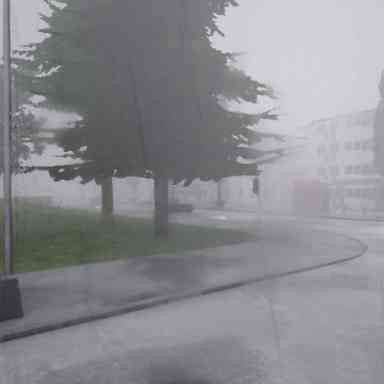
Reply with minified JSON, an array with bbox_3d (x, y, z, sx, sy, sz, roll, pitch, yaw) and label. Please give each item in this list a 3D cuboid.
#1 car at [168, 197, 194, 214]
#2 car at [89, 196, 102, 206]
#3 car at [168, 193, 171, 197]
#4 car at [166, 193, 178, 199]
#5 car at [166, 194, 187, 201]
[{"bbox_3d":[-1.811,1.474,33.410,1.895,1.301,4.718,0,0,-35],"label":"car"},{"bbox_3d":[-14.389,1.379,51.232,1.837,1.490,4.892,0,0,-35],"label":"car"},{"bbox_3d":[-3.979,1.191,84.056,4.536,1.218,1.853,0,0,-6],"label":"car"},{"bbox_3d":[-5.273,1.102,86.538,1.845,1.501,3.633,0,0,-24],"label":"car"},{"bbox_3d":[-3.927,1.349,84.062,4.974,1.542,2.038,0,0,-6],"label":"car"}]
